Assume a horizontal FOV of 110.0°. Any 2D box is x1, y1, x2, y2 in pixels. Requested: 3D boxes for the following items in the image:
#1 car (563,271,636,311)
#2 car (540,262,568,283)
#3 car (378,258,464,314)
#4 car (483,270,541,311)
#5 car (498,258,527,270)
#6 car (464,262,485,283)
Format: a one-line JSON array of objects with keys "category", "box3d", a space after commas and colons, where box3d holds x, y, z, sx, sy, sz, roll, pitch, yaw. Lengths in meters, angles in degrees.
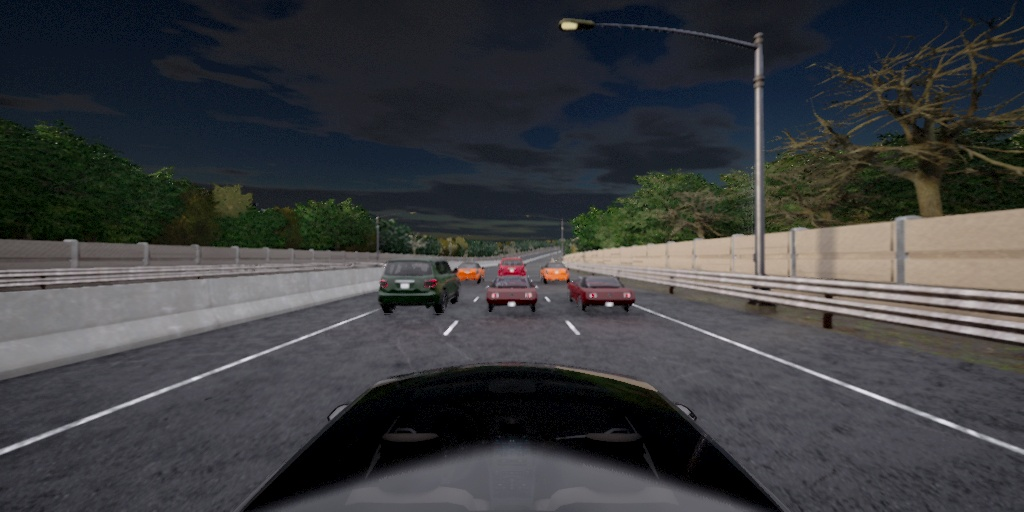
[{"category": "car", "box3d": [3.511, 1.461, 15.076, 1.895, 1.301, 4.718, 0, 0, 0]}, {"category": "car", "box3d": [3.542, 1.318, 30.185, 2.097, 1.767, 4.553, 0, -1, 1]}, {"category": "car", "box3d": [-3.495, 1.080, 14.425, 2.150, 2.045, 5.566, 0, 0, 0]}, {"category": "car", "box3d": [0.011, 1.461, 15.084, 1.895, 1.301, 4.718, 0, 0, 0]}, {"category": "car", "box3d": [0.024, 1.186, 29.401, 2.150, 2.045, 5.566, 0, 0, 1]}, {"category": "car", "box3d": [-3.459, 1.317, 30.218, 2.097, 1.767, 4.553, 0, 0, 1]}]
